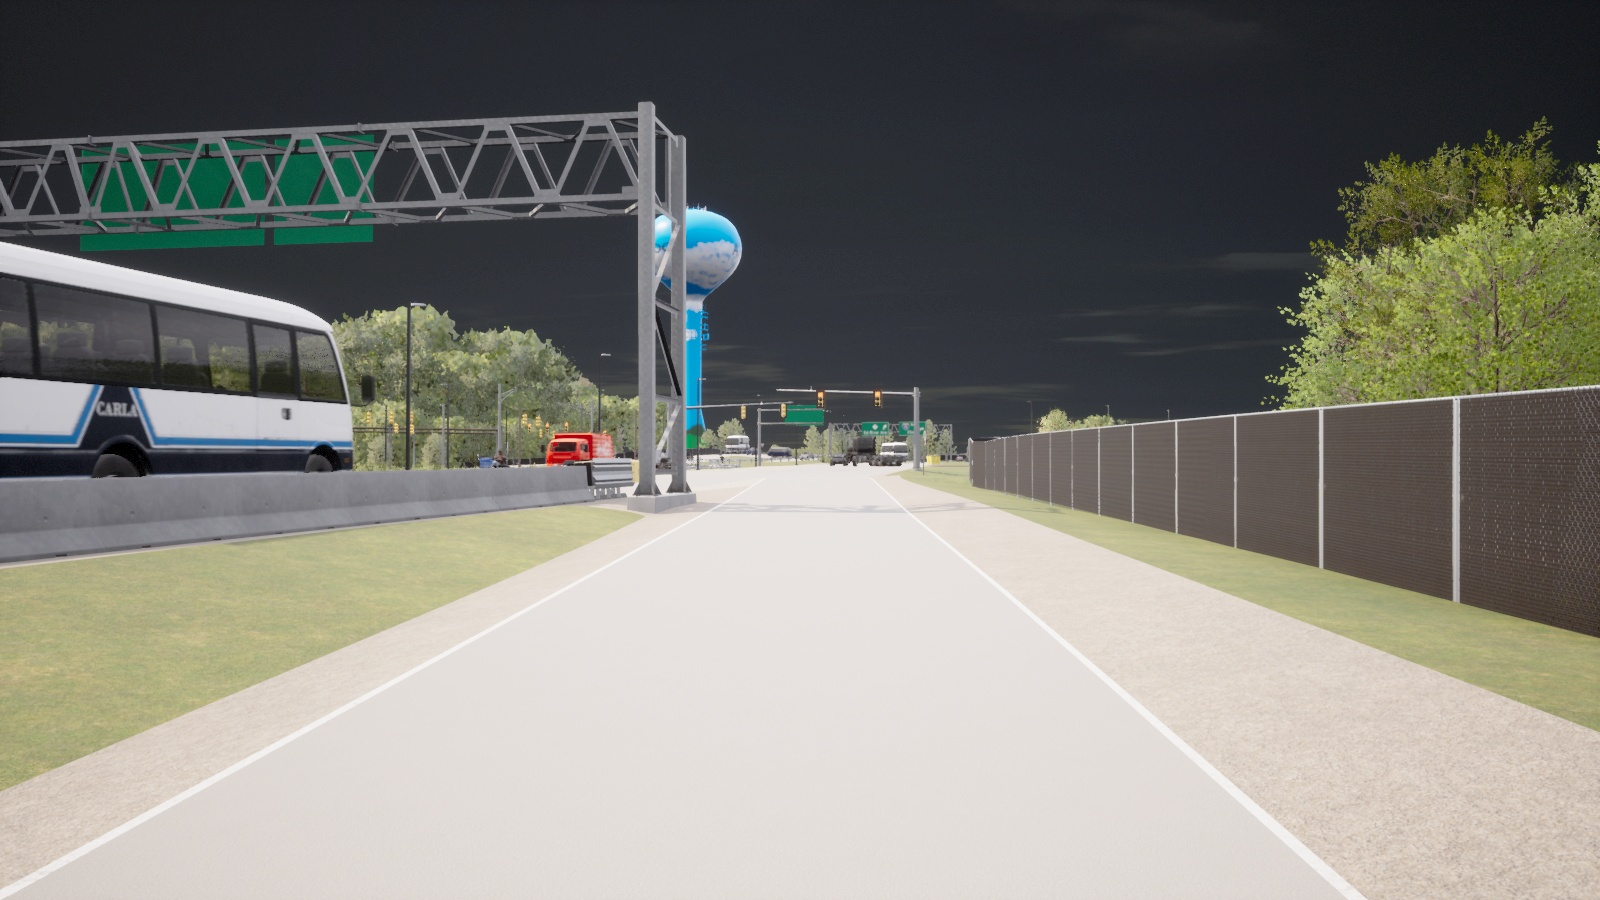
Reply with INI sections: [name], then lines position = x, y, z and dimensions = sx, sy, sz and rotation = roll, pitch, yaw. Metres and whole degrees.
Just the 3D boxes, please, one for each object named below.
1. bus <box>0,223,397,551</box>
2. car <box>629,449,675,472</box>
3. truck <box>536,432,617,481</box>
[bus]
position = -11.245, -0.789, 21.689
dimensions = 3.944, 4.253, 10.273
rotation = 0, 0, 9
[car]
position = -10.957, 0.765, 93.420
dimensions = 2.152, 1.651, 5.027
rotation = 0, 0, 9
[truck]
position = -11.624, 0.348, 65.753
dimensions = 2.627, 2.467, 5.204
rotation = 0, 0, 9
